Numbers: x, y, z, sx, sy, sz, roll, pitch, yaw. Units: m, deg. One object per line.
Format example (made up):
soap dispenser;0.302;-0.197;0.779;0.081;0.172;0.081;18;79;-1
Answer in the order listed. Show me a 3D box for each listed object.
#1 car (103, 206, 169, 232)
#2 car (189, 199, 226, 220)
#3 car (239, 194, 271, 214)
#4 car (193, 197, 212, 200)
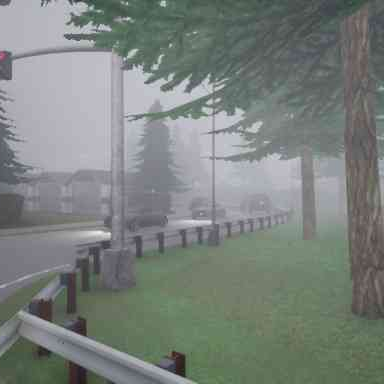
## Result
car;-3.319;1.547;20.319;1.994;1.385;4.181;0;0;35
car;1.461;1.547;27.897;1.994;1.385;4.181;0;0;22
car;6.699;1.205;35.629;2.150;2.045;5.566;1;0;-4
car;1.641;1.339;37.999;2.097;1.767;4.553;0;0;-35
